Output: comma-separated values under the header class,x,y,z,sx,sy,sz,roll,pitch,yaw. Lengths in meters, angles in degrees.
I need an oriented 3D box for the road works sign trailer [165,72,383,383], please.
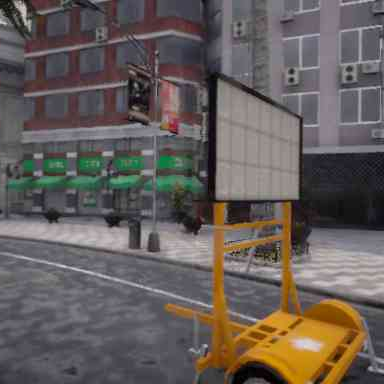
class,x,y,z,sx,sy,sz,roll,pitch,yaw
road works sign trailer,0.731,0.527,4.402,2.880,3.560,2.380,0,-1,39
